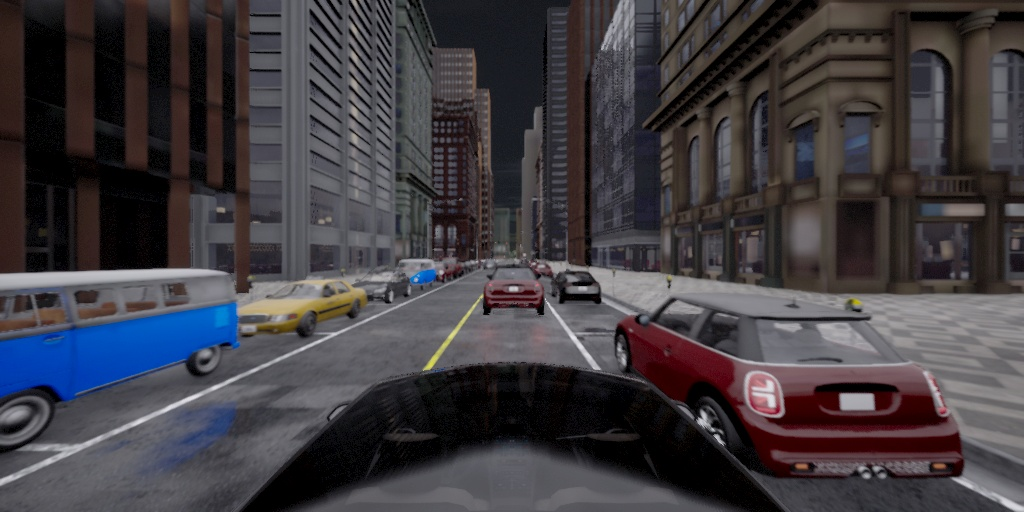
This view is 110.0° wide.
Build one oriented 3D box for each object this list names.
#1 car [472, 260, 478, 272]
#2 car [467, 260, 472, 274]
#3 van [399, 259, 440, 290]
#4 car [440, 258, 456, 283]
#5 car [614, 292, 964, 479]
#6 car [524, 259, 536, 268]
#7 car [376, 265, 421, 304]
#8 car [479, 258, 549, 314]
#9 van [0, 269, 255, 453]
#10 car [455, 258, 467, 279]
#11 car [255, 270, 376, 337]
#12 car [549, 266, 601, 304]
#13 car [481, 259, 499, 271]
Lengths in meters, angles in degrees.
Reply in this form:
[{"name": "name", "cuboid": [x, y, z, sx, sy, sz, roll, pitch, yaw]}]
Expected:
[{"name": "car", "cuboid": [-5.752, 1.308, 44.258, 1.948, 1.339, 4.313, 0, 0, 0]}, {"name": "car", "cuboid": [-5.753, 1.308, 38.622, 1.948, 1.339, 4.313, 0, 0, 0]}, {"name": "van", "cuboid": [-5.758, 1.085, 21.712, 1.690, 1.789, 3.998, 0, 0, 0]}, {"name": "car", "cuboid": [-5.756, 1.184, 27.348, 1.967, 1.591, 4.097, 0, 0, 0]}, {"name": "car", "cuboid": [2.763, 1.188, 4.807, 1.967, 1.591, 4.097, 0, 0, 0]}, {"name": "car", "cuboid": [3.016, 1.252, 61.388, 1.837, 1.490, 4.892, 0, 0, 0]}, {"name": "car", "cuboid": [-5.759, 1.296, 16.075, 2.007, 1.370, 4.403, 0, 0, 0]}, {"name": "car", "cuboid": [0.071, 1.096, 13.814, 2.097, 1.767, 4.553, 0, 0, 0]}, {"name": "van", "cuboid": [-5.762, 1.090, 4.802, 1.690, 1.789, 3.998, 0, 0, 0]}, {"name": "car", "cuboid": [-5.755, 1.058, 32.985, 2.192, 1.841, 5.009, 0, 0, 0]}, {"name": "car", "cuboid": [-5.761, 1.272, 10.269, 1.751, 1.417, 4.829, 0, 0, 0]}, {"name": "car", "cuboid": [2.766, 1.310, 16.079, 1.948, 1.339, 4.313, 0, 0, 0]}, {"name": "car", "cuboid": [-3.069, 1.233, 51.084, 2.128, 1.511, 4.902, 0, 0, 0]}]
